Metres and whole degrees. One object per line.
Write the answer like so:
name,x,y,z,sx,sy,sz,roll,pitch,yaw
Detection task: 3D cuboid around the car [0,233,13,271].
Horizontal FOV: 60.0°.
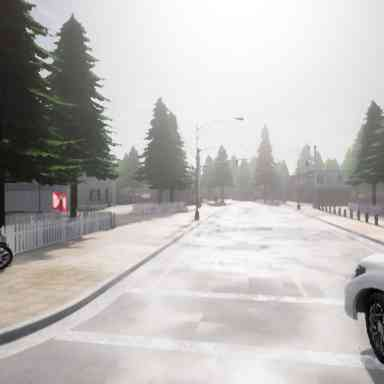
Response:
car,-5.771,1.206,7.253,2.097,1.767,4.553,0,0,-11

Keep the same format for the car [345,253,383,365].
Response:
car,3.905,1.222,2.896,2.150,2.045,5.566,0,0,-14
